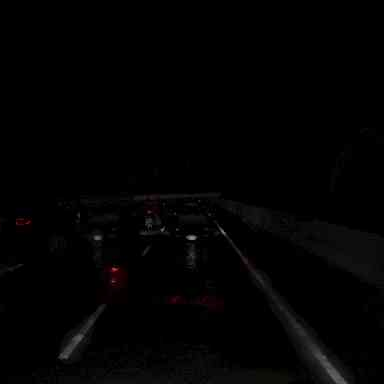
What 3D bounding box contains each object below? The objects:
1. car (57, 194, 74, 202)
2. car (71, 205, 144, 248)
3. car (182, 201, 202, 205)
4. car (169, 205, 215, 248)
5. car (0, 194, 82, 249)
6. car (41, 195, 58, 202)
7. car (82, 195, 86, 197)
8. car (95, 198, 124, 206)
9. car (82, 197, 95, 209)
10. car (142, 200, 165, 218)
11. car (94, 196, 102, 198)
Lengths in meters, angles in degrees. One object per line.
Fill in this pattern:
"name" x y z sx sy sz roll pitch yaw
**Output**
"car" -28.000 1.317 73.762 2.097 1.767 4.553 0 0 0
"car" -3.500 1.530 14.650 1.812 1.442 4.674 0 0 0
"car" 0.000 1.530 29.650 1.812 1.442 4.674 0 0 0
"car" 0.000 1.530 14.650 1.812 1.442 4.674 0 0 0
"car" -7.000 1.255 14.680 2.150 2.045 5.566 0 0 0
"car" -31.500 1.486 73.732 1.812 1.442 4.674 0 0 0
"car" -24.500 1.486 73.732 1.812 1.442 4.674 0 0 0
"car" -7.000 1.514 29.650 1.837 1.490 4.892 0 0 0
"car" -10.500 1.514 29.650 1.837 1.490 4.892 0 0 0
"car" -3.500 1.482 29.650 1.882 1.535 5.008 0 0 0
"car" -21.000 1.514 73.732 1.994 1.385 4.181 0 0 0
